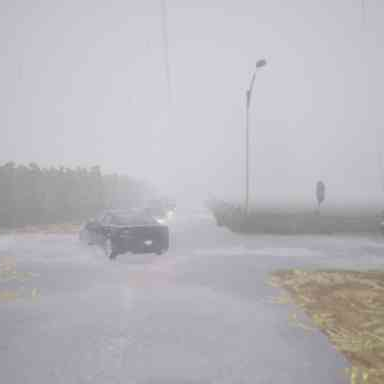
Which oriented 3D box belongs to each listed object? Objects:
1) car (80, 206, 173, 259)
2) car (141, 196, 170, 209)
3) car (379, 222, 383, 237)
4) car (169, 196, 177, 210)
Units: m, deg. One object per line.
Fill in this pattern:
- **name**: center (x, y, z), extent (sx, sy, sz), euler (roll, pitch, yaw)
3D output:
- **car**: center (-2.664, 1.416, 12.524), extent (1.882, 1.535, 5.008), euler (2, -1, -32)
- **car**: center (-3.194, 1.389, 28.547), extent (1.837, 1.490, 4.892), euler (0, 0, 0)
- **car**: center (11.238, 1.549, 15.133), extent (5.008, 1.535, 1.882), euler (0, 0, -1)
- **car**: center (-3.190, 1.247, 38.707), extent (2.097, 1.767, 4.553), euler (0, 0, 0)
